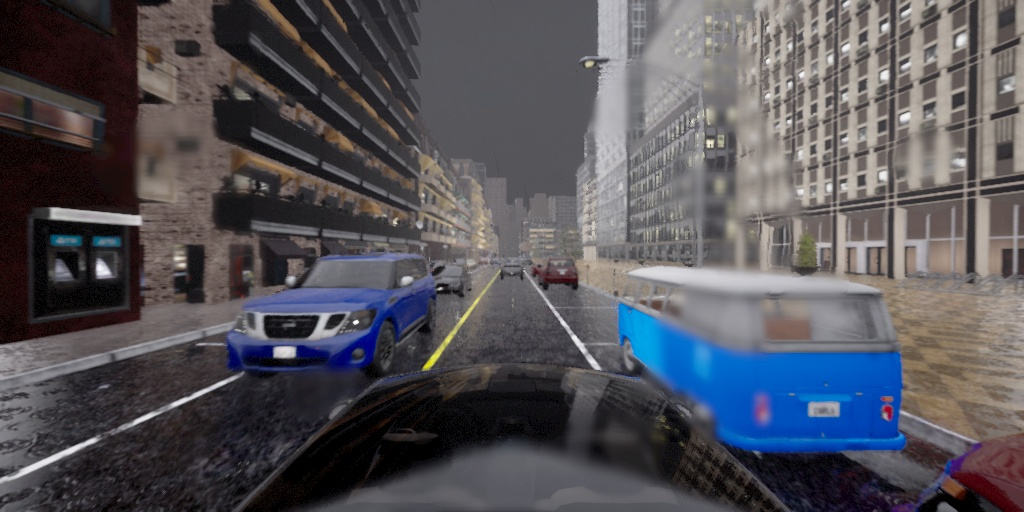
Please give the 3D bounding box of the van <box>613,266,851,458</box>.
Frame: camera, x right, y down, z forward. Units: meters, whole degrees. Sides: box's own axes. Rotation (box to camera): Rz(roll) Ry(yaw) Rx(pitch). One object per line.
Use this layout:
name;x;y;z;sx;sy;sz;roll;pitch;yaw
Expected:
van;2.688;1.075;4.938;1.690;1.789;3.998;0;0;0

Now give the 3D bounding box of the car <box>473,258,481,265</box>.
car;-5.698;1.068;48.980;1.751;1.417;4.829;0;0;0

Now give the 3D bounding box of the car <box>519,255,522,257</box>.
car;0.070;1.039;48.041;2.128;1.511;4.902;0;0;0

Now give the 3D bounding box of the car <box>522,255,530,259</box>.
car;2.347;1.015;57.672;1.837;1.490;4.892;0;0;0

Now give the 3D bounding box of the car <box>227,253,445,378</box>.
car;-3.098;0.942;7.643;2.150;2.045;5.566;0;0;0

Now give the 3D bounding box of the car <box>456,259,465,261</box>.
car;-5.696;1.192;32.571;1.802;1.307;4.207;0;0;0

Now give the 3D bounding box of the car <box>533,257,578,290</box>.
car;2.686;0.972;21.518;2.192;1.841;5.009;0;0;0

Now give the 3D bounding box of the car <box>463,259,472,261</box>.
car;-5.697;1.027;38.097;1.967;1.591;4.097;0;0;0

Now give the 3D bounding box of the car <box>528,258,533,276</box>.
car;2.684;1.155;32.572;1.888;1.381;4.507;0;0;0

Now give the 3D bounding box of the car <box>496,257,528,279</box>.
car;0.013;1.113;30.042;2.128;1.511;4.902;0;0;1

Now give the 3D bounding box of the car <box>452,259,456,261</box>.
car;-5.695;1.074;27.044;1.967;1.591;4.097;0;0;0

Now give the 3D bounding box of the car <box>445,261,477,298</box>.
car;-3.092;1.179;18.015;1.837;1.490;4.892;0;0;0
